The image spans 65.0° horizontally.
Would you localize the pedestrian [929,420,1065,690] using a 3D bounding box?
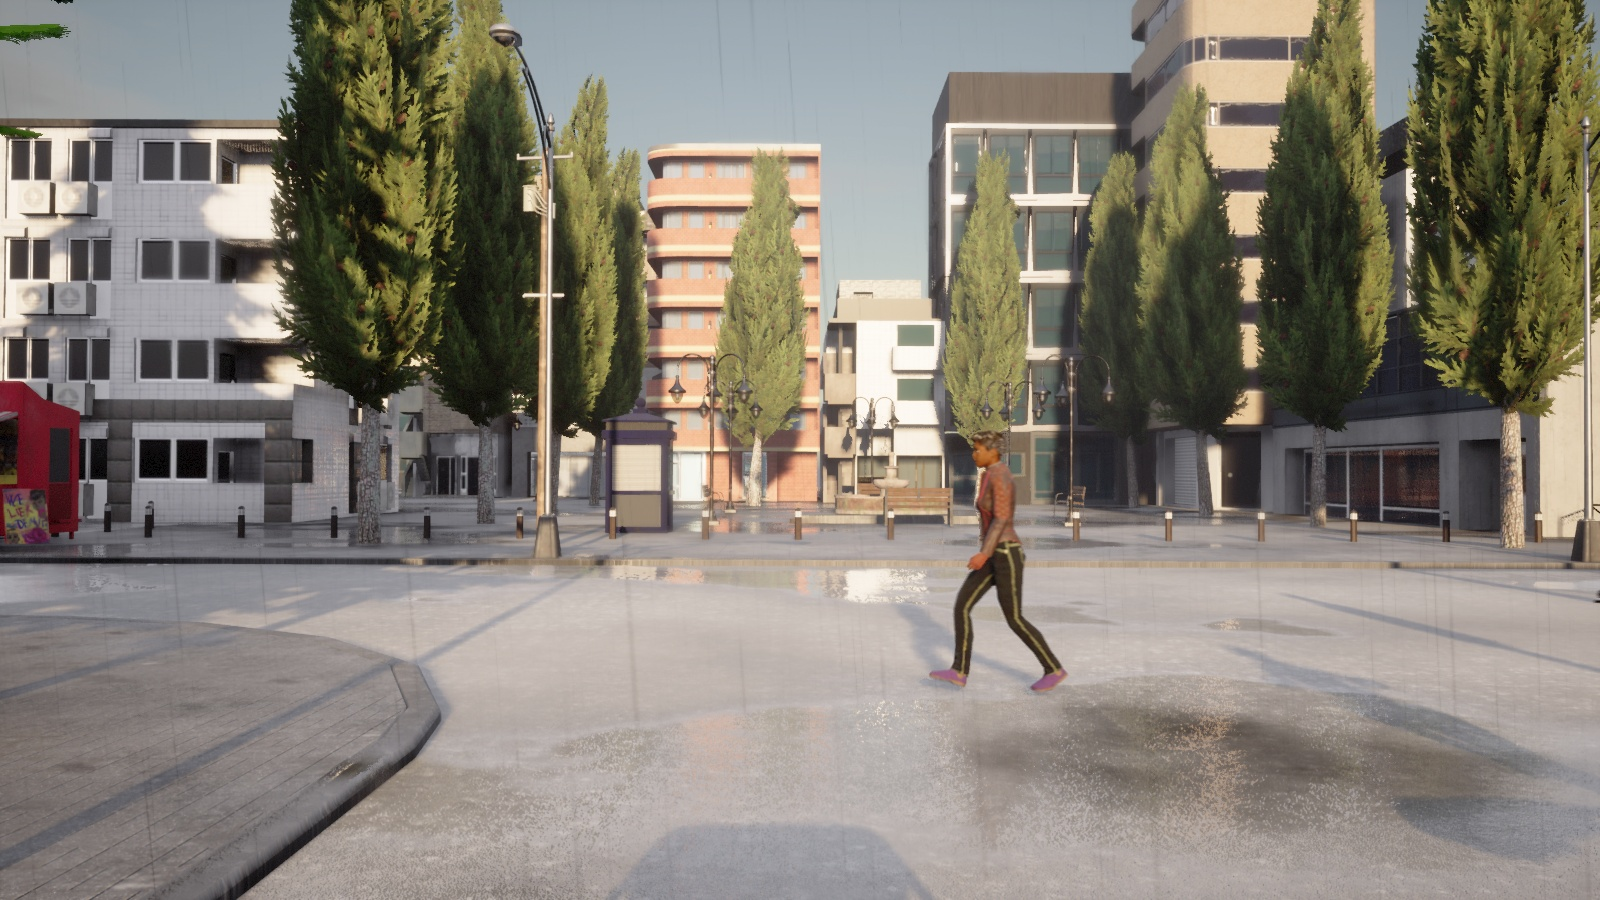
[{"bbox_3d":[1.340,0.706,8.608,0.869,1.805,0.328,0,-1,-1],"label":"pedestrian"}]
